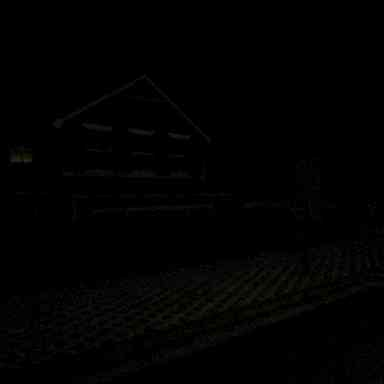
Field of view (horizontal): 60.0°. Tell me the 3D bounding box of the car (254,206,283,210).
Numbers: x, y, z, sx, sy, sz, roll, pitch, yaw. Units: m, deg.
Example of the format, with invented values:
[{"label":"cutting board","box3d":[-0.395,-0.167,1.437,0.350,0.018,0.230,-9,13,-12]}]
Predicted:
[{"label":"car","box3d":[6.894,2.020,28.851,1.837,1.490,4.892,0,-1,-45]}]
